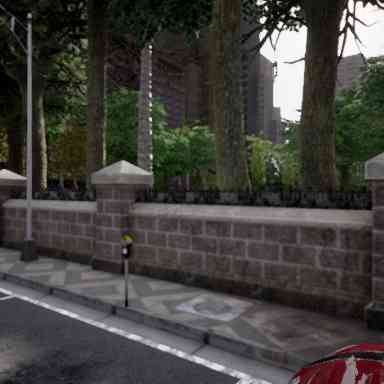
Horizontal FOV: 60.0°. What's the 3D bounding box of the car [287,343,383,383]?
[{"bbox_3d":[2.229,1.445,1.380,4.097,1.590,1.967,0,0,35],"label":"car"}]
